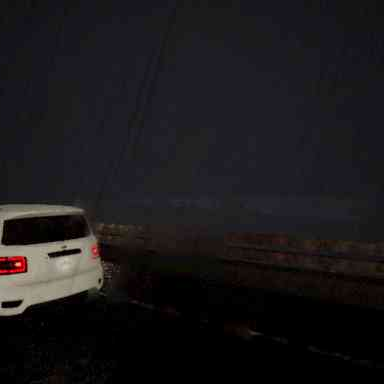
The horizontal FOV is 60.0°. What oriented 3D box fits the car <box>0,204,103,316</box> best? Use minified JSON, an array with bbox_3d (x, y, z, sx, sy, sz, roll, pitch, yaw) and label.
[{"bbox_3d":[-4.290,1.284,7.098,5.566,2.045,2.150,-1,0,36],"label":"car"}]
